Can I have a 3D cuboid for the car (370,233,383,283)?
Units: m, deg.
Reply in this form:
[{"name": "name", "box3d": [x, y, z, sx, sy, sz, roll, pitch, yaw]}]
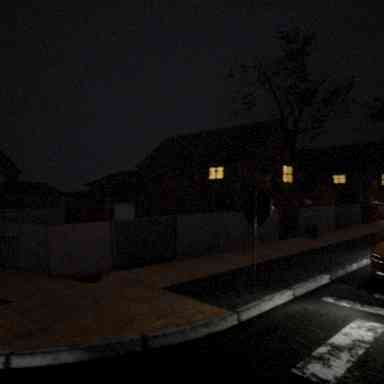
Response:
[{"name": "car", "box3d": [6.512, 1.560, 9.149, 1.882, 1.535, 5.008, 0, 0, 44]}]
